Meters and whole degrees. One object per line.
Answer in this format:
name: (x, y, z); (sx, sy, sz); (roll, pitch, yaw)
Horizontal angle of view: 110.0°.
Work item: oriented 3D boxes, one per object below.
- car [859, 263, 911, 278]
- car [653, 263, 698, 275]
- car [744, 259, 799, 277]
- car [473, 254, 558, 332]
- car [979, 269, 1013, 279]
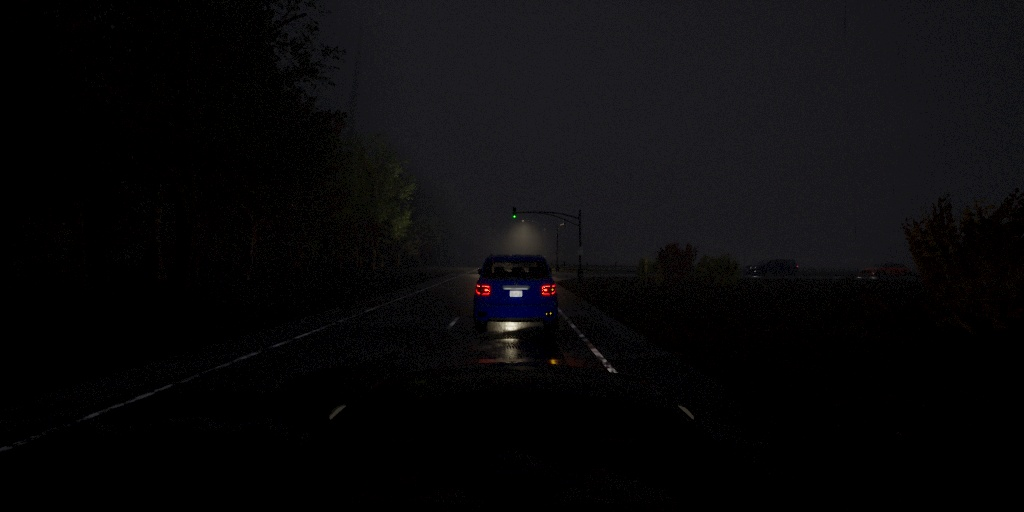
car: (43.865, 1.642, 42.253); (4.553, 1.767, 2.097); (1, -1, 1)
car: (19.373, 1.567, 42.359); (5.357, 1.411, 2.033); (1, -1, 0)
car: (30.588, 1.366, 42.325); (5.566, 2.045, 2.150); (1, -1, 1)
car: (0.093, 0.974, 11.025); (2.150, 2.045, 5.566); (0, 0, 0)
car: (52.078, 1.881, 38.613); (4.181, 1.385, 1.994); (1, -1, 1)
